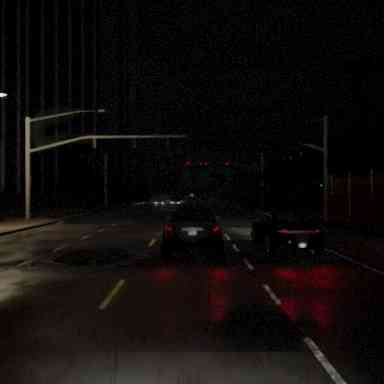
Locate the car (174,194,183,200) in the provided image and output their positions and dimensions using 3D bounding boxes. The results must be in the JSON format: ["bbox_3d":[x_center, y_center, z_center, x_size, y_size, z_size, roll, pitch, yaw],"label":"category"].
[{"bbox_3d":[-3.503,1.208,88.824,2.128,1.511,4.902,0,0,0],"label":"car"}]

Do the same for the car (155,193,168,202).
[{"bbox_3d":[-7.002,1.486,73.226,1.812,1.442,4.674,0,0,0],"label":"car"}]

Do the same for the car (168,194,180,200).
[{"bbox_3d":[-3.502,1.501,73.227,2.033,1.411,5.357,0,0,0],"label":"car"}]

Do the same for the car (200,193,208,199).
[{"bbox_3d":[3.497,1.166,94.199,2.097,1.767,4.553,0,0,0],"label":"car"}]

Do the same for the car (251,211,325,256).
[{"bbox_3d":[3.543,1.485,13.014,2.128,1.511,4.902,0,0,1],"label":"car"}]

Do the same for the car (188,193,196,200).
[{"bbox_3d":[-0.002,1.547,84.219,1.895,1.301,4.718,0,0,0],"label":"car"}]

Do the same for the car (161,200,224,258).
[{"bbox_3d":[0.043,1.345,12.916,2.097,1.767,4.553,0,0,1],"label":"car"}]

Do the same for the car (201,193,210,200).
[{"bbox_3d":[3.498,1.474,84.120,1.812,1.442,4.674,0,0,0],"label":"car"}]
